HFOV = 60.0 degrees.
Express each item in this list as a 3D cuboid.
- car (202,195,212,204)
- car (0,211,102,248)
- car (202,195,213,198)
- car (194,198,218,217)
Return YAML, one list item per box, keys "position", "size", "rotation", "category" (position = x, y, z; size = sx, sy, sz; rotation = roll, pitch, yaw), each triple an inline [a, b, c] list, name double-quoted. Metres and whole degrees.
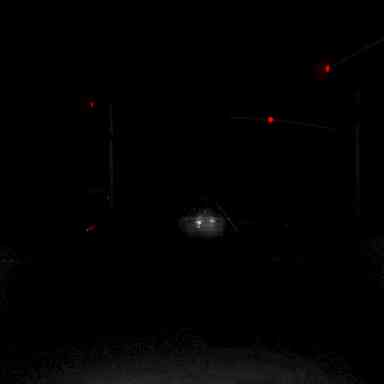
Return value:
- position: [2.939, 1.361, 63.387]
  size: [1.837, 1.490, 4.892]
  rotation: [0, 0, 3]
  category: "car"
- position: [-6.648, 1.542, 14.169]
  size: [5.357, 1.411, 2.033]
  rotation: [0, 0, -4]
  category: "car"
- position: [2.052, 1.475, 46.332]
  size: [1.812, 1.442, 4.674]
  rotation: [0, 0, 3]
  category: "car"
- position: [1.286, 1.518, 30.150]
  size: [1.994, 1.385, 4.181]
  rotation: [0, 0, 3]
  category: "car"
